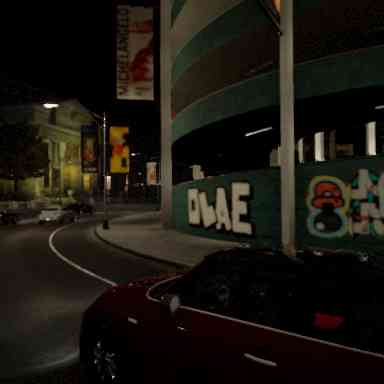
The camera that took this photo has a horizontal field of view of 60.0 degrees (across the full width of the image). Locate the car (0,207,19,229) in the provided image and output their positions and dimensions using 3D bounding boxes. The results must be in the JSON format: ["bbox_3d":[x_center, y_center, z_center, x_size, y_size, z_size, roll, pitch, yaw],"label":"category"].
[{"bbox_3d":[-14.347,1.855,24.419,2.128,1.511,4.902,0,-1,-9],"label":"car"}]

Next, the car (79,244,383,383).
[{"bbox_3d":[0.736,1.385,3.703,4.553,1.767,2.097,-1,-1,39],"label":"car"}]

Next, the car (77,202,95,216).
[{"bbox_3d":[-13.458,2.022,40.129,1.837,1.490,4.892,-1,0,11],"label":"car"}]

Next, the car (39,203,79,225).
[{"bbox_3d":[-11.192,1.898,27.707,1.812,1.442,4.674,-1,-1,-4],"label":"car"}]
